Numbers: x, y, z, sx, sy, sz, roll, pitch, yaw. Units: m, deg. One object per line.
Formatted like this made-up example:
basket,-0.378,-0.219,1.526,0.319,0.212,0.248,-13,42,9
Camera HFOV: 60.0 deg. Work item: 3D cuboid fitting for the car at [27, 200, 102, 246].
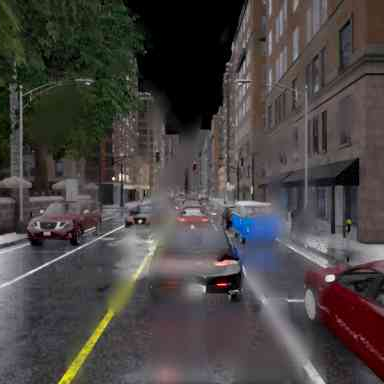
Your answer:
car,-5.675,1.310,15.530,2.192,1.841,5.009,0,0,0

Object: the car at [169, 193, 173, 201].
car,-5.694,1.492,70.120,1.887,1.381,4.507,0,0,0

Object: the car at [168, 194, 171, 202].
car,-5.692,1.501,64.669,2.008,1.369,4.403,0,0,0

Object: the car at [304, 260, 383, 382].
car,2.854,1.544,4.252,1.887,1.381,4.507,0,0,0

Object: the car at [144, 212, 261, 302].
car,0.097,1.490,8.261,2.128,1.511,4.902,0,0,0

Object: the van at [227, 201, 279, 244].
van,2.850,1.336,15.573,1.690,1.788,3.998,0,0,0

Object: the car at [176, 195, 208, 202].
car,0.039,1.338,27.480,2.097,1.767,4.553,0,0,2

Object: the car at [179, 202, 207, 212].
car,0.097,1.519,18.523,1.812,1.442,4.674,0,0,0

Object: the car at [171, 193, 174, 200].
car,-5.696,1.490,75.571,1.887,1.381,4.507,0,0,0

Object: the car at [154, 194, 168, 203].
car,-5.690,1.479,59.048,1.752,1.417,4.829,0,0,0

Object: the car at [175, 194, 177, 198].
car,-5.700,1.495,86.472,2.008,1.369,4.403,0,0,0

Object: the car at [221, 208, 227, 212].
car,2.849,1.557,21.233,1.947,1.339,4.313,0,0,0

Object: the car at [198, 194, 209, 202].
car,2.829,1.386,75.610,1.967,1.590,4.097,0,0,0

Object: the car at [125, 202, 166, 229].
car,-3.053,1.556,21.640,1.994,1.385,4.181,0,0,0
